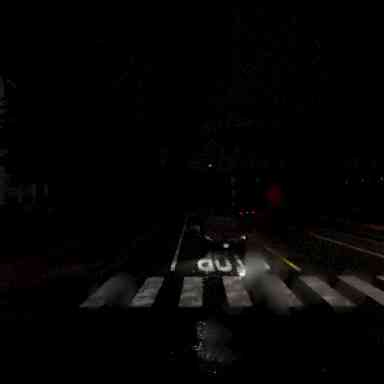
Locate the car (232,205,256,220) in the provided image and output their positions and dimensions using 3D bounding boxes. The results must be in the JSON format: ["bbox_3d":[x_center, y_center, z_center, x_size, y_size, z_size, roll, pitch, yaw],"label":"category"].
[{"bbox_3d":[5.162,2.018,33.558,2.033,1.411,5.357,-1,-1,1],"label":"car"}]

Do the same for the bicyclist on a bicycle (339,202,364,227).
[{"bbox_3d":[10.327,1.502,21.581,1.656,1.620,0.582,-1,-1,1],"label":"bicyclist on a bicycle"}]

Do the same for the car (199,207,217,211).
[{"bbox_3d":[1.443,1.997,28.087,1.994,1.385,4.181,-1,-1,1],"label":"car"}]

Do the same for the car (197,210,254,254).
[{"bbox_3d":[1.286,1.740,14.603,1.812,1.442,4.674,-1,-1,1],"label":"car"}]
